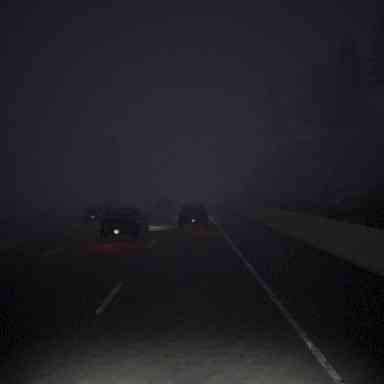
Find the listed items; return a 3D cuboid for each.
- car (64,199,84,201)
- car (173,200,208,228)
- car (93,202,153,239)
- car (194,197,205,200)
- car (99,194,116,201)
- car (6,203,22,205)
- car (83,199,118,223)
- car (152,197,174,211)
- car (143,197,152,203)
[{"bbox_3d":[-22.826,1.480,65.042,2.128,1.511,4.902,0,0,7],"label":"car"},{"bbox_3d":[0.084,1.516,22.506,2.128,1.511,4.902,0,0,0],"label":"car"},{"bbox_3d":[-3.412,1.524,17.392,1.837,1.490,4.892,0,0,0],"label":"car"},{"bbox_3d":[1.411,1.631,61.627,1.994,1.385,4.181,0,0,8],"label":"car"},{"bbox_3d":[-18.183,1.215,72.171,1.812,1.442,4.674,0,0,10],"label":"car"},{"bbox_3d":[-30.639,1.656,58.497,1.895,1.301,4.718,0,0,6],"label":"car"},{"bbox_3d":[-6.916,1.552,25.432,1.812,1.442,4.674,0,0,0],"label":"car"},{"bbox_3d":[-3.355,1.397,41.982,2.097,1.767,4.553,0,0,1],"label":"car"},{"bbox_3d":[-6.487,1.582,52.490,1.812,1.442,4.674,0,0,4],"label":"car"}]
